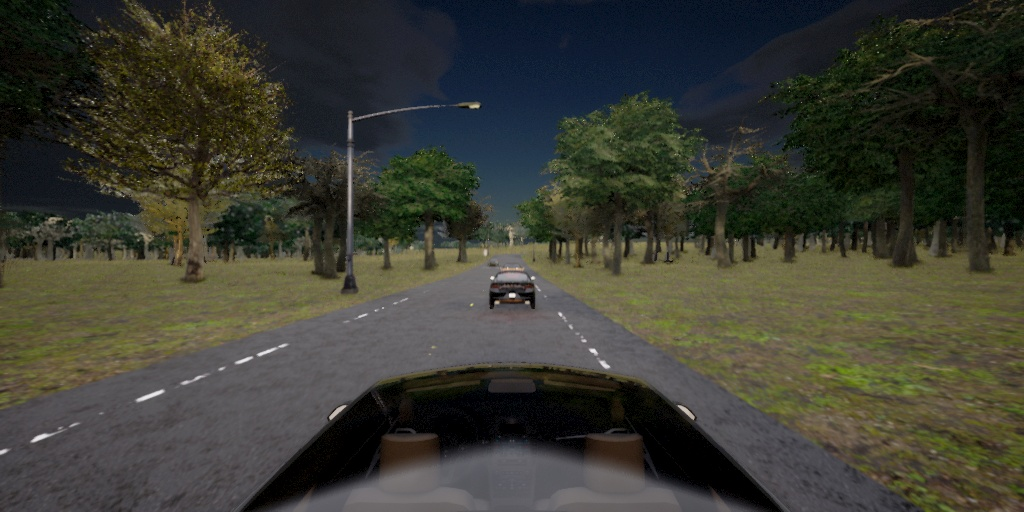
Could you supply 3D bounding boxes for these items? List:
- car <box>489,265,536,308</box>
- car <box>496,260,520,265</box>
[{"bbox_3d":[0.032,1.357,16.083,1.882,1.535,5.008,0,0,1],"label":"car"},{"bbox_3d":[0.028,1.353,30.258,2.097,1.767,4.553,0,-1,0],"label":"car"}]
